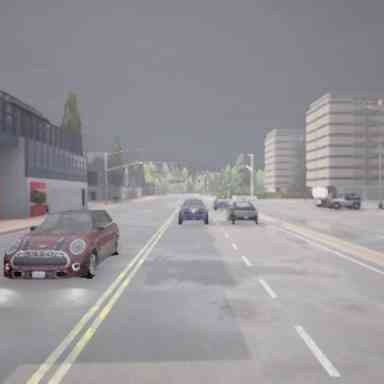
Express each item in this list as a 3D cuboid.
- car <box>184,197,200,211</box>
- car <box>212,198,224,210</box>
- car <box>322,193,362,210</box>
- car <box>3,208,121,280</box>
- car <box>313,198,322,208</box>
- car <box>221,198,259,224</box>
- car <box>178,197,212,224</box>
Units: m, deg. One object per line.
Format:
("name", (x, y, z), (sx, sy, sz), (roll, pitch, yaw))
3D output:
("car", (0.032, 1.401, 41.476), (1.882, 1.535, 5.008), (0, 0, 0))
("car", (3.541, 1.450, 40.751), (1.812, 1.442, 4.674), (0, 0, 0))
("car", (17.796, 1.083, 38.966), (3.866, 1.878, 1.905), (0, 0, -2))
("car", (-3.584, 1.333, 10.026), (2.097, 1.767, 4.553), (0, 0, 0))
("car", (17.777, 1.075, 41.861), (4.605, 1.855, 1.932), (0, 0, -2))
("car", (3.555, 1.447, 24.067), (2.128, 1.511, 4.902), (0, 0, 1))
("car", (0.102, 1.306, 24.441), (2.097, 1.767, 4.553), (0, 0, 0))
